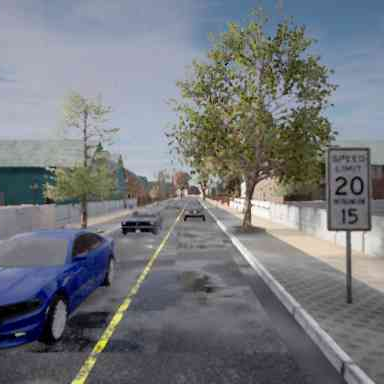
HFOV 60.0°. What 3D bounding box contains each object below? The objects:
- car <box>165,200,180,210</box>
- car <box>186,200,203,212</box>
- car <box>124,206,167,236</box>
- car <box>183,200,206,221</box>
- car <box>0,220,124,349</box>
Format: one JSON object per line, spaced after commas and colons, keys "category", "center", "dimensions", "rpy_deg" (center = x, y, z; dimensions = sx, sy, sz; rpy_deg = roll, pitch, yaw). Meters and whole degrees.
{"category": "car", "center": [-2.661, 1.834, 46.160], "dimensions": [1.895, 1.301, 4.718], "rpy_deg": [0, 0, 0]}
{"category": "car", "center": [0.273, 1.767, 42.981], "dimensions": [2.033, 1.411, 5.357], "rpy_deg": [0, 0, 0]}
{"category": "car", "center": [-2.768, 1.703, 19.294], "dimensions": [1.895, 1.301, 4.718], "rpy_deg": [0, 0, 0]}
{"category": "car", "center": [0.223, 1.700, 29.255], "dimensions": [2.033, 1.411, 5.357], "rpy_deg": [0, 0, 0]}
{"category": "car", "center": [-2.926, 1.514, 6.702], "dimensions": [1.882, 1.535, 5.008], "rpy_deg": [0, 0, 1]}
